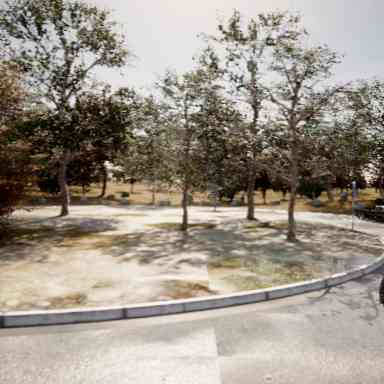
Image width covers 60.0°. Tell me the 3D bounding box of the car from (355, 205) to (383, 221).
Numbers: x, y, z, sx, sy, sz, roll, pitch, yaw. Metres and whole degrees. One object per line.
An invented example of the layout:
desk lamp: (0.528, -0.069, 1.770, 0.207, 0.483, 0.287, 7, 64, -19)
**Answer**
car: (14.938, 1.695, 25.711, 1.895, 1.301, 4.718, 1, 1, -12)

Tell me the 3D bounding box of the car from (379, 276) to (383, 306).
car: (5.497, 1.626, 6.564, 4.181, 1.385, 1.994, 1, 0, -38)
